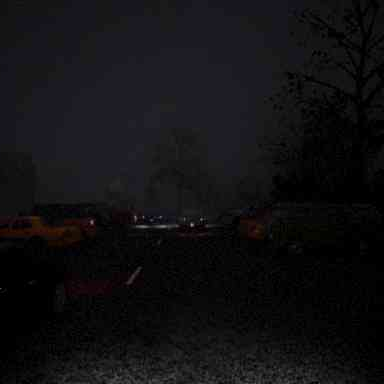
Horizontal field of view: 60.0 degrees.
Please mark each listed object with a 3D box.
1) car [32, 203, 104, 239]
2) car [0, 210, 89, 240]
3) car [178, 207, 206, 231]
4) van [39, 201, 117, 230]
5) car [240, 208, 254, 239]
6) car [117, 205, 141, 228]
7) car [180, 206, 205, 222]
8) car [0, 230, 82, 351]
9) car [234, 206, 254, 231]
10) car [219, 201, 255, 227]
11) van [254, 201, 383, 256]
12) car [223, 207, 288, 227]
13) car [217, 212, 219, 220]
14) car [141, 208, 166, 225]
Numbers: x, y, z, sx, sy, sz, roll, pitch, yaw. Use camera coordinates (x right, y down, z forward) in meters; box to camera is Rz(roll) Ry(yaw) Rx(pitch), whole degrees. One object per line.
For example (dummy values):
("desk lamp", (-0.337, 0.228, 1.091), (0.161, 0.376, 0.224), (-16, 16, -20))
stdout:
("car", (-7.146, 1.593, 16.721), (4.553, 1.767, 2.185), (0, -1, 0))
("car", (-7.362, 1.658, 13.802), (5.366, 1.575, 1.946), (0, -1, 0))
("car", (0.000, 1.941, 23.732), (1.812, 1.442, 4.674), (0, -2, 0))
("van", (-7.061, 1.566, 19.760), (4.442, 1.987, 1.878), (0, -1, 0))
("car", (5.276, 1.700, 15.947), (5.366, 1.575, 1.946), (0, -1, 0))
("car", (-7.155, 1.709, 25.951), (5.566, 2.045, 2.435), (0, -2, 0))
("car", (0.123, 2.264, 34.500), (2.128, 1.511, 4.902), (0, -2, 6))
("car", (-3.349, 1.570, 4.893), (1.812, 1.442, 4.674), (0, -1, 0))
("car", (5.277, 1.760, 18.607), (5.366, 1.575, 1.946), (0, -1, 0))
("car", (5.063, 1.660, 24.329), (5.566, 2.045, 2.435), (0, -2, 0))
("van", (4.974, 1.422, 13.158), (4.442, 1.987, 1.878), (0, -1, 0))
("car", (5.073, 2.000, 27.113), (4.892, 1.521, 2.231), (0, -2, 0))
("car", (5.039, 1.835, 29.789), (5.566, 2.045, 2.435), (0, -2, 0))
("car", (-3.296, 2.122, 29.518), (1.812, 1.442, 4.674), (0, -2, 0))
